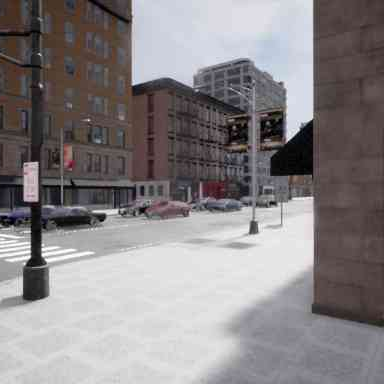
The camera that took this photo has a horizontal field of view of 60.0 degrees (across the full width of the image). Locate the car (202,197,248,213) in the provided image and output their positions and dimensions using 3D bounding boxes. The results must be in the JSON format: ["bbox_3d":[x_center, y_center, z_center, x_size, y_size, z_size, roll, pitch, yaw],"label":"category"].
[{"bbox_3d":[3.627,1.414,35.801,2.033,1.411,5.357,0,0,35],"label":"car"}]

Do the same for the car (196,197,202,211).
[{"bbox_3d":[1.376,1.362,38.248,2.128,1.511,4.902,0,0,35],"label":"car"}]

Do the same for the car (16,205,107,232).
[{"bbox_3d":[-7.538,1.550,19.950,1.895,1.301,4.718,0,0,35],"label":"car"}]

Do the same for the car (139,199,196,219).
[{"bbox_3d":[-1.944,1.434,27.894,1.812,1.442,4.674,0,0,35],"label":"car"}]

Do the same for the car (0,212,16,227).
[{"bbox_3d":[-10.192,1.556,21.823,1.895,1.301,4.718,0,0,35],"label":"car"}]

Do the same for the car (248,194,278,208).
[{"bbox_3d":[9.816,1.173,44.525,2.097,1.767,4.553,0,0,36],"label":"car"}]

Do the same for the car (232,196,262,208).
[{"bbox_3d":[7.862,1.370,47.381,2.033,1.411,5.357,0,0,36],"label":"car"}]

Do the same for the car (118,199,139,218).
[{"bbox_3d":[-4.476,1.406,29.941,2.128,1.511,4.902,0,0,35],"label":"car"}]
